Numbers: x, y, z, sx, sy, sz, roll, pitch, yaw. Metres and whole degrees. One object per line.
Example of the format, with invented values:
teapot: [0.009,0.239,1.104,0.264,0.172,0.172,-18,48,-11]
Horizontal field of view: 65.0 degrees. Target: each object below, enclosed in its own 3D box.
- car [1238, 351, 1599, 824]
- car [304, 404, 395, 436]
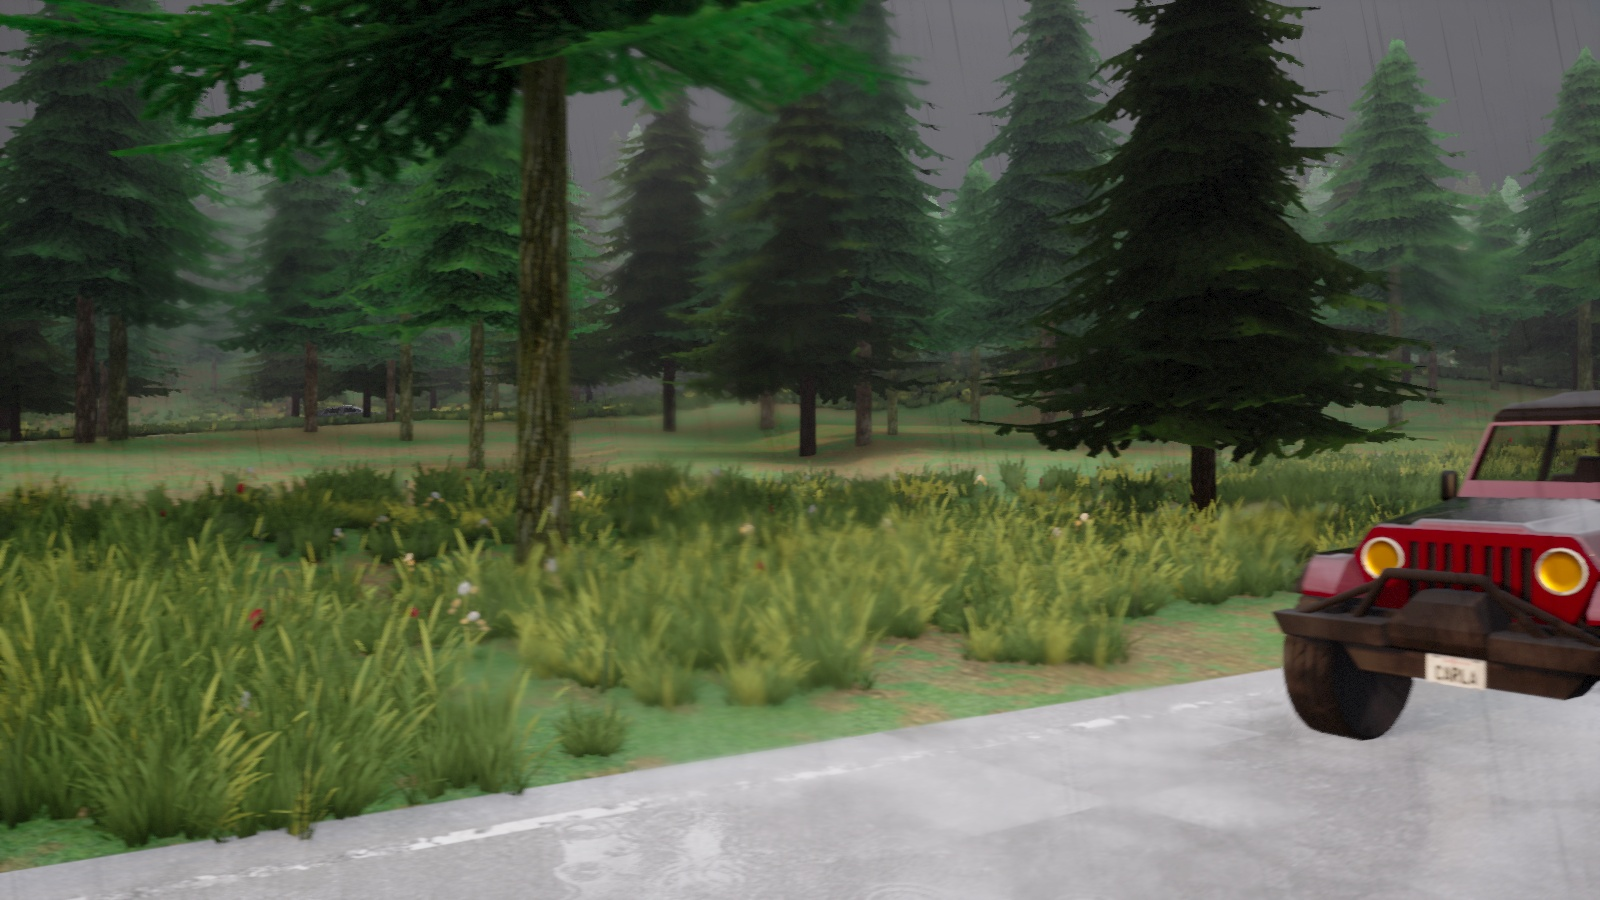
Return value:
car: [4.352,0.548,6.688,3.866,1.878,1.905,0,0,-35]
car: [-27.423,-1.831,76.597,4.892,1.490,1.837,-5,0,-9]
